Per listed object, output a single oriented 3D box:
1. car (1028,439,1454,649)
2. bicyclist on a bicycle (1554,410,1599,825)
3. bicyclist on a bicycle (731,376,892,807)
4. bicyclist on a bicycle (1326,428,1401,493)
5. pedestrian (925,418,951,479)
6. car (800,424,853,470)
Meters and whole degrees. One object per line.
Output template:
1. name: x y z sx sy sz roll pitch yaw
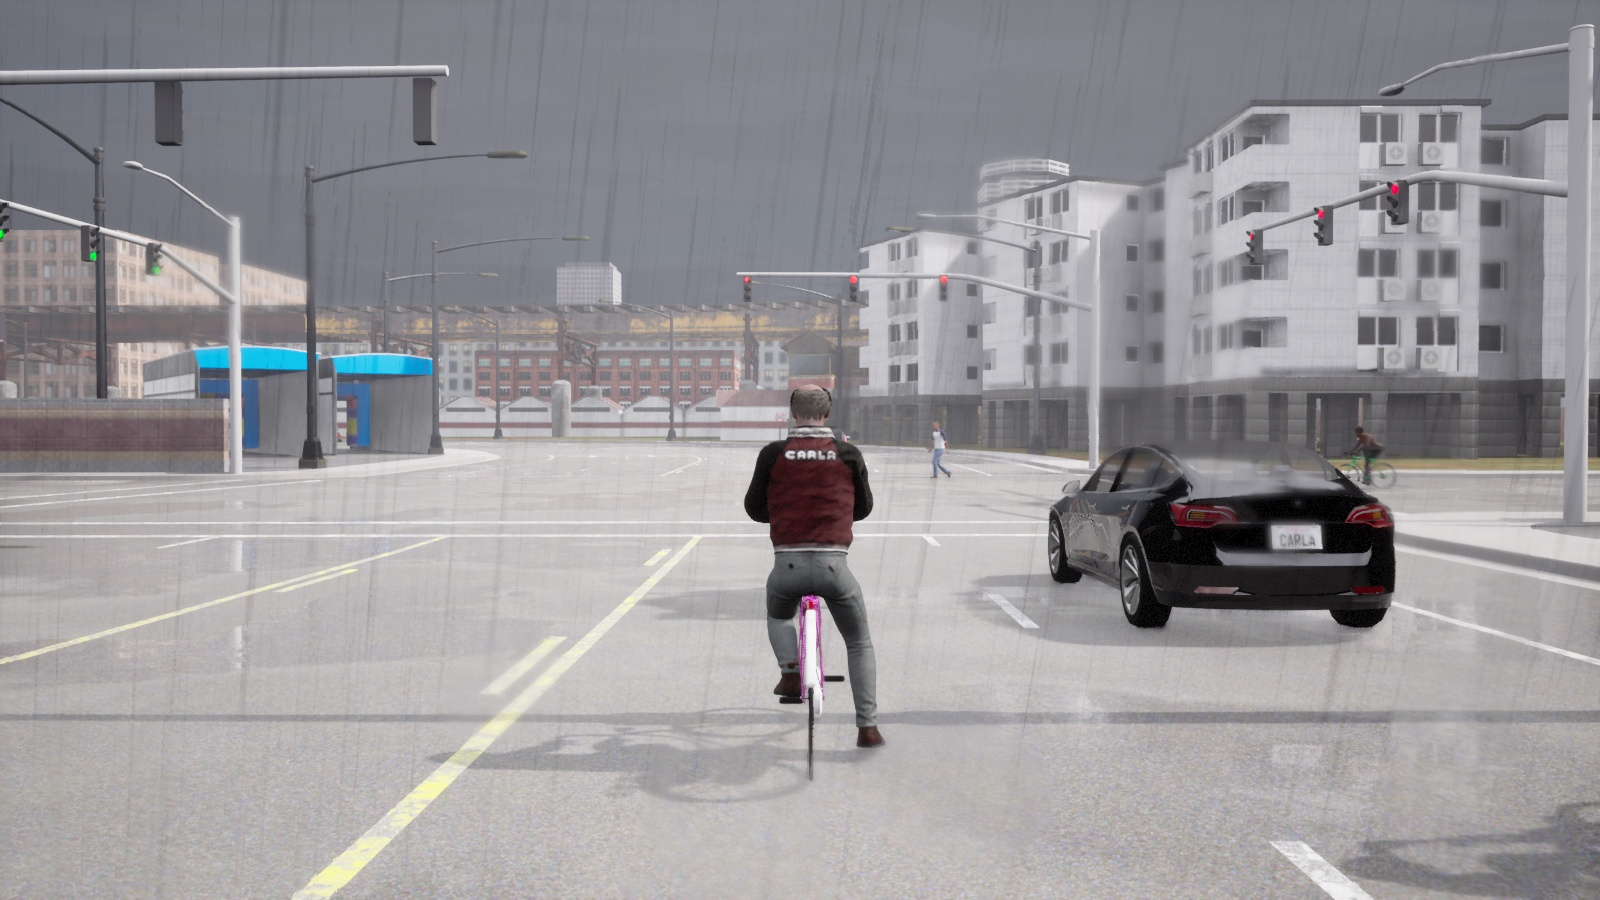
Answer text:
1. car: 3.586 0.650 11.366 2.163 1.488 4.792 0 1 0
2. bicyclist on a bicycle: 3.537 0.654 4.412 0.866 1.612 1.509 0 1 1
3. bicyclist on a bicycle: 0.051 0.572 6.084 0.659 1.776 1.843 0 1 0
4. bicyclist on a bicycle: 14.359 0.251 32.035 1.656 1.620 0.582 0 1 -1
5. pedestrian: 4.202 -0.065 38.179 0.706 1.836 0.354 -1 1 -26
6. car: 0.958 -0.155 46.595 1.851 1.617 3.988 0 1 1
